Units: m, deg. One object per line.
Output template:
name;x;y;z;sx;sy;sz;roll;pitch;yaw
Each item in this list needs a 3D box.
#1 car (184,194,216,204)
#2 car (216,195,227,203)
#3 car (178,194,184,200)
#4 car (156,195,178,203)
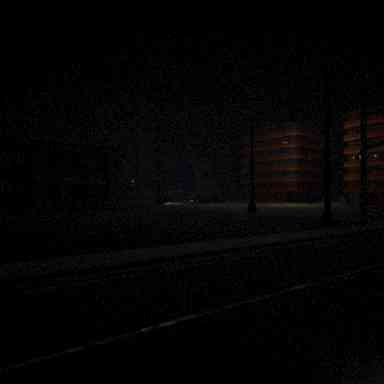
car;1.362;1.420;59.177;2.033;1.411;5.357;0;0;-35
car;4.956;1.386;66.339;1.812;1.442;4.674;0;1;-35
car;-1.550;1.132;75.238;1.882;1.535;5.008;0;0;-36
car;-5.076;1.307;62.160;1.812;1.442;4.674;0;0;-35
